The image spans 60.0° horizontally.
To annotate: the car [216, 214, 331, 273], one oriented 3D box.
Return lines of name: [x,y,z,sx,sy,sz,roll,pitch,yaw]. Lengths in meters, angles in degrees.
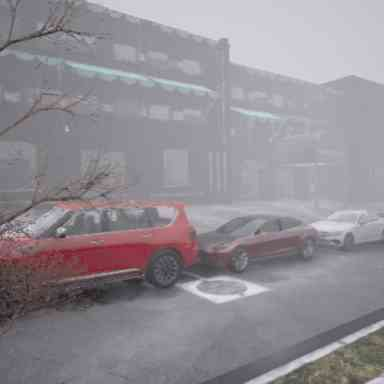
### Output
car: [2.094,1.500,10.874,4.792,1.488,2.163,0,0,-35]

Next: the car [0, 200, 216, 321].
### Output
car: [-2.442,1.229,7.685,5.566,2.045,2.435,0,0,-35]

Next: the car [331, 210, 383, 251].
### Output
car: [6.657,1.497,14.085,4.674,1.452,2.002,0,0,-35]
